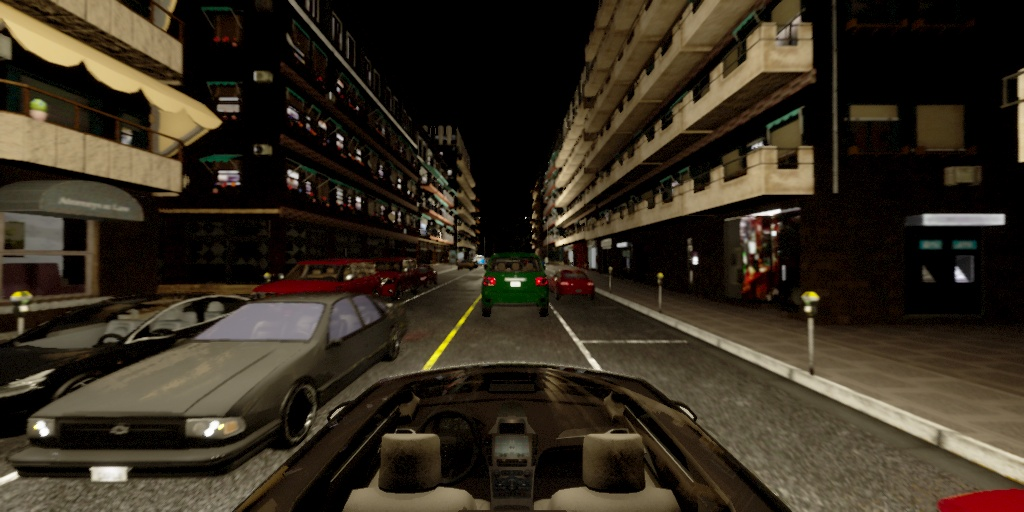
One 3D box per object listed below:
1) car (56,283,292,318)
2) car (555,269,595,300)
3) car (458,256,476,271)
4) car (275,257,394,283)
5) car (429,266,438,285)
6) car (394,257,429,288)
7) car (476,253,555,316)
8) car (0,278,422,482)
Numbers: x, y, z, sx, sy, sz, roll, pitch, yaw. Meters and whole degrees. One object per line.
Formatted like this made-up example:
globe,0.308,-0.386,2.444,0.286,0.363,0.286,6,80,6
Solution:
car,-5.688,1.295,5.536,1.948,1.339,4.313,0,0,0
car,2.697,1.249,16.634,1.802,1.307,4.207,0,0,0
car,-5.672,1.038,44.363,1.751,1.417,4.829,0,0,0
car,-5.685,1.013,11.106,2.192,1.841,5.009,0,0,0
car,-5.681,1.218,22.249,1.802,1.307,4.207,0,0,0
car,-5.683,0.982,16.678,2.192,1.841,5.009,0,0,0
car,0.106,0.908,13.232,2.150,2.045,5.566,0,0,0
car,-3.099,1.277,5.418,2.033,1.411,5.357,0,0,0
